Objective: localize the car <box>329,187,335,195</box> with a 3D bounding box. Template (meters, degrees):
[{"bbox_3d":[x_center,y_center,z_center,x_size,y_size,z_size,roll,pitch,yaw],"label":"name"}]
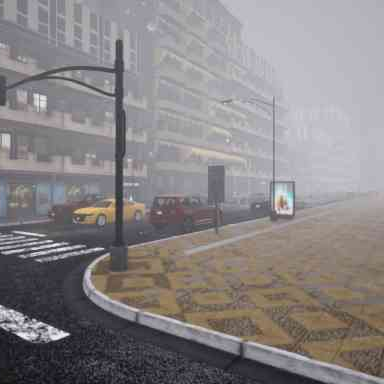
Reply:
[{"bbox_3d":[31.000,-0.028,77.055,1.887,1.381,4.507,2,2,35],"label":"car"}]

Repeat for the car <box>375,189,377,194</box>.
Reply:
[{"bbox_3d":[44.265,-0.221,81.419,2.008,1.369,4.403,1,2,35],"label":"car"}]

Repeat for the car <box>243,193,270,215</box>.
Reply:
[{"bbox_3d":[6.169,1.069,26.832,1.947,1.339,4.313,1,2,35],"label":"car"}]

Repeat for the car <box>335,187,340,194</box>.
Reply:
[{"bbox_3d":[34.175,-0.240,81.600,1.967,1.590,4.097,2,2,35],"label":"car"}]

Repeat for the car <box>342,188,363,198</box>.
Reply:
[{"bbox_3d":[28.392,0.308,58.675,1.887,1.381,4.507,1,2,35],"label":"car"}]

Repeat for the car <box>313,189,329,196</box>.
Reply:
[{"bbox_3d":[27.826,-0.025,72.503,1.967,1.590,4.097,2,2,35],"label":"car"}]

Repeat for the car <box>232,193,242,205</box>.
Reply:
[{"bbox_3d":[5.609,0.828,40.672,2.008,1.369,4.403,2,2,35],"label":"car"}]

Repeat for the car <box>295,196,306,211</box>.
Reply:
[{"bbox_3d":[9.344,0.964,31.382,1.947,1.339,4.313,1,2,35],"label":"car"}]

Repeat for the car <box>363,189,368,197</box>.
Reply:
[{"bbox_3d":[31.567,0.098,63.220,1.967,1.590,4.097,1,2,35],"label":"car"}]

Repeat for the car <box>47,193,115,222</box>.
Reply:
[{"bbox_3d":[-7.085,1.010,22.474,2.192,1.841,5.009,1,2,35],"label":"car"}]

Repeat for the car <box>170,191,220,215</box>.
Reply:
[{"bbox_3d":[0.331,0.878,28.606,2.097,1.767,4.553,0,1,35],"label":"car"}]

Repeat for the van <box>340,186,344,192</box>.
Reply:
[{"bbox_3d":[37.349,-0.446,86.145,1.690,1.788,3.998,2,2,35],"label":"van"}]

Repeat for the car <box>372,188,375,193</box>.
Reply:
[{"bbox_3d":[37.916,-0.012,72.321,1.887,1.381,4.507,1,2,35],"label":"car"}]

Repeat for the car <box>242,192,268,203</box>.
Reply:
[{"bbox_3d":[8.166,0.771,39.807,1.837,1.490,4.892,0,2,35],"label":"car"}]

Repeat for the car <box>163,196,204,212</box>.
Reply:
[{"bbox_3d":[-0.739,1.069,31.577,1.802,1.307,4.206,2,2,35],"label":"car"}]

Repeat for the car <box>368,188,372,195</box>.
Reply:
[{"bbox_3d":[34.741,0.095,67.772,1.887,1.381,4.507,1,2,35],"label":"car"}]

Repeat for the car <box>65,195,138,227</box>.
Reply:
[{"bbox_3d":[-5.054,1.180,20.885,1.882,1.535,5.008,0,1,34],"label":"car"}]

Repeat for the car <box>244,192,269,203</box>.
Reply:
[{"bbox_3d":[8.782,0.754,45.220,1.802,1.307,4.206,2,2,35],"label":"car"}]

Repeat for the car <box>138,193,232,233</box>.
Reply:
[{"bbox_3d":[-0.179,1.026,17.728,2.192,1.841,5.009,1,2,35],"label":"car"}]
